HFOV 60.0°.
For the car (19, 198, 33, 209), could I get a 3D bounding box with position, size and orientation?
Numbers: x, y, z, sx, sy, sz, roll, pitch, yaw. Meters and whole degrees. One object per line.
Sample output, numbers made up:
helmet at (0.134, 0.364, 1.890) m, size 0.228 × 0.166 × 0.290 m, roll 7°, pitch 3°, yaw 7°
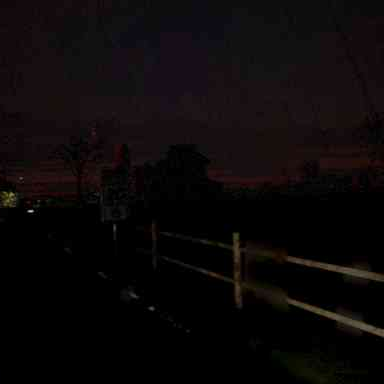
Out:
car at (-33.910, 2.309, 68.027) m, size 2.150 × 2.045 × 5.566 m, roll -2°, pitch 0°, yaw -22°
